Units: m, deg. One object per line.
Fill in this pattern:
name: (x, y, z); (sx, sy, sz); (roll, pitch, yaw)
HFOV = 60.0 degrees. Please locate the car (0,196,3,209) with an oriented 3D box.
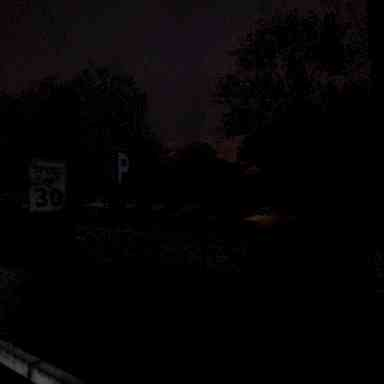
car: (-26.981, 1.377, 41.820); (1.946, 1.575, 5.366); (1, 0, 35)

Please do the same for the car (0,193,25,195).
car: (-20.293, 1.189, 36.850); (2.435, 2.045, 5.566); (0, 0, 35)

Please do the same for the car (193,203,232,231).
car: (2.442, 1.514, 20.920); (2.163, 1.488, 4.792); (0, 0, 35)

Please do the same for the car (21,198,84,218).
car: (-13.360, 1.472, 32.231); (1.946, 1.575, 5.366); (0, 0, 35)

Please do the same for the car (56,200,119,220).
car: (-8.927, 1.484, 28.878); (2.231, 1.521, 4.892); (0, 0, 35)

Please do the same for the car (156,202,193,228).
car: (0.159, 1.485, 22.499); (2.231, 1.521, 4.892); (0, 0, 35)

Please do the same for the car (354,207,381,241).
car: (9.218, 1.514, 16.080); (2.163, 1.488, 4.792); (0, 0, 35)

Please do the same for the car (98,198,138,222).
car: (-4.381, 1.483, 25.693); (2.097, 1.535, 5.008); (0, 0, 35)

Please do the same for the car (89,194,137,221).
car: (-6.671, 1.232, 27.263); (2.435, 2.045, 5.566); (0, 0, 35)

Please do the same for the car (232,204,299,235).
car: (4.588, 1.481, 19.147); (1.946, 1.575, 5.366); (0, 0, 35)

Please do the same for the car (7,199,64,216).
car: (-15.750, 1.499, 33.652); (2.163, 1.488, 4.792); (0, 0, 35)

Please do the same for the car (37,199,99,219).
car: (-11.198, 1.480, 30.478); (2.097, 1.535, 5.008); (0, 0, 35)

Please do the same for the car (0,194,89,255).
car: (-6.677, 1.232, 11.274); (2.435, 2.045, 5.566); (0, 0, 35)

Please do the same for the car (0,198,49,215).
car: (-17.992, 1.485, 35.301); (2.163, 1.488, 4.792); (0, 0, 35)

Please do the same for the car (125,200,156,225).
car: (-2.111, 1.484, 24.096); (2.097, 1.535, 5.008); (0, 0, 35)
